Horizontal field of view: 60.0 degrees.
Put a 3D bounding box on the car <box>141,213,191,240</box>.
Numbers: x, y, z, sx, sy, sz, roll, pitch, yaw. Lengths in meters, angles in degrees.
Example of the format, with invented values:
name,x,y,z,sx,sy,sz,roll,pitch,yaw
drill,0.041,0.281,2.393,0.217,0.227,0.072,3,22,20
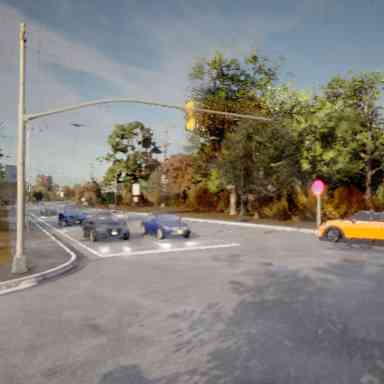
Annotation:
name,x,y,z,sx,sy,sz,roll,pitch,yaw
car,-1.730,2.016,20.549,1.812,1.442,4.674,1,-2,-27

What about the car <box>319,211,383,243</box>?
name,x,y,z,sx,sy,sz,roll,pitch,yaw
car,8.964,1.739,17.001,4.553,1.767,2.097,-1,-2,37

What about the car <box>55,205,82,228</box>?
name,x,y,z,sx,sy,sz,roll,pitch,yaw
car,-10.375,2.179,28.924,1.882,1.535,5.008,1,-1,-29

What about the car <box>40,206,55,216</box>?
name,x,y,z,sx,sy,sz,roll,pitch,yaw
car,-20.538,2.678,47.410,1.812,1.442,4.674,1,-2,-28

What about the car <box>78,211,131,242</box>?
name,x,y,z,sx,sy,sz,roll,pitch,yaw
car,-5.035,2.030,19.284,1.994,1.385,4.181,1,-1,-29
